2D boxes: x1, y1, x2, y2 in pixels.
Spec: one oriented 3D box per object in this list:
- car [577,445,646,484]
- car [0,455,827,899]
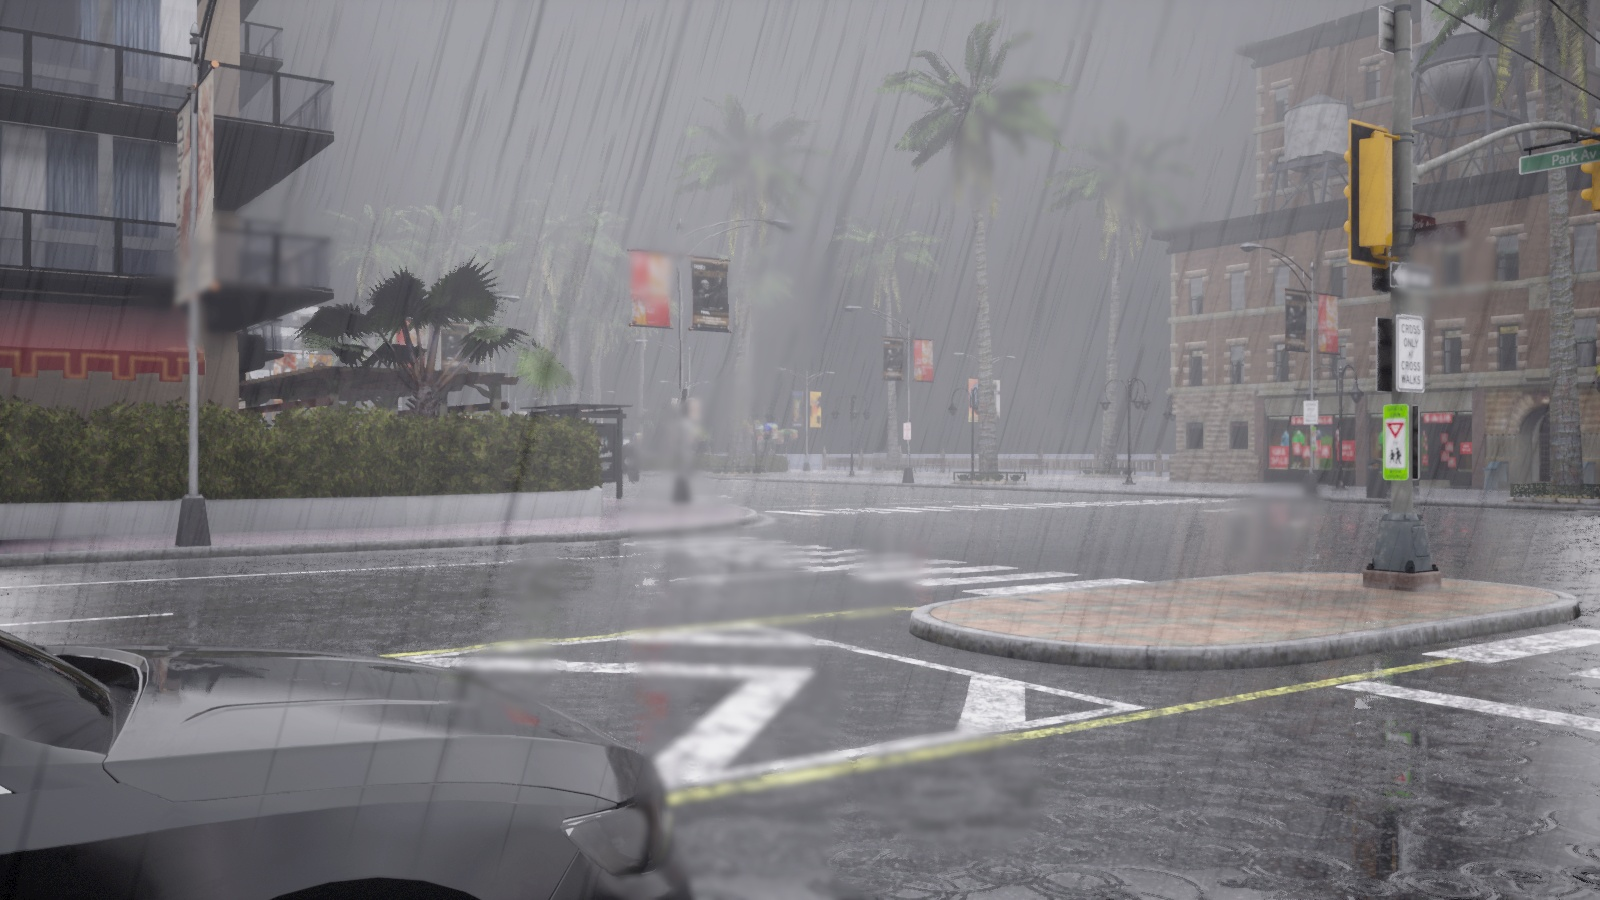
[{"bbox_3d":[-9.492,0.715,62.931,1.905,1.878,3.866,0,0,-34],"label":"car"},{"bbox_3d":[-2.478,0.760,1.933,4.892,1.490,1.837,0,0,-35],"label":"car"}]
